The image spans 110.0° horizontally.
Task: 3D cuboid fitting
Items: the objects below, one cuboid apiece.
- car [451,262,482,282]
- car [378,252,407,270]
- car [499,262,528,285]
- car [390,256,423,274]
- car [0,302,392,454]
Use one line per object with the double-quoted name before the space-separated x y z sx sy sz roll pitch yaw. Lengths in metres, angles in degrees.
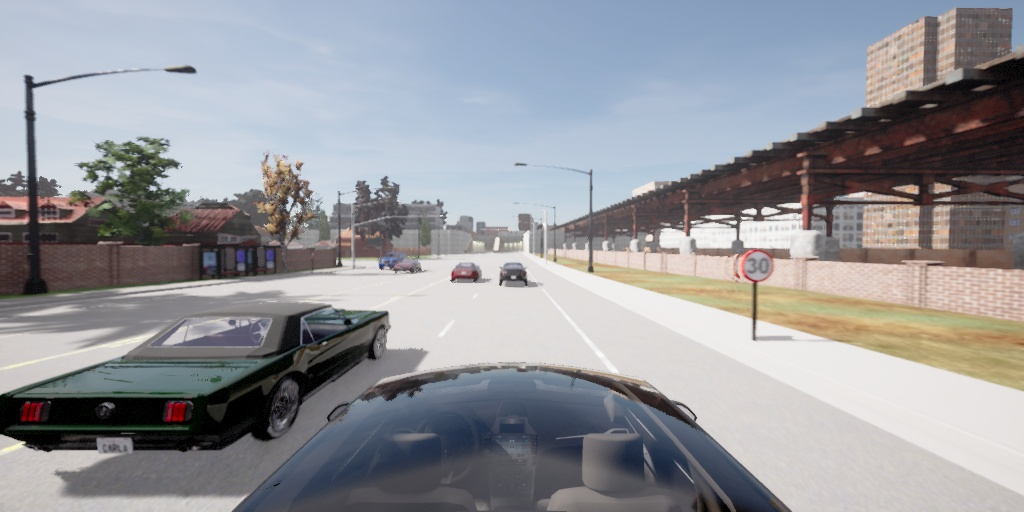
"car" -3.406 1.141 27.264 1.994 1.385 4.181 0 1 0
"car" -14.028 0.589 42.842 2.150 2.045 5.566 0 1 0
"car" 0.093 1.132 24.443 1.812 1.442 4.674 0 0 0
"car" -10.577 0.974 36.791 1.812 1.442 4.674 0 1 0
"car" -3.399 1.332 5.294 1.895 1.301 4.718 0 0 0
